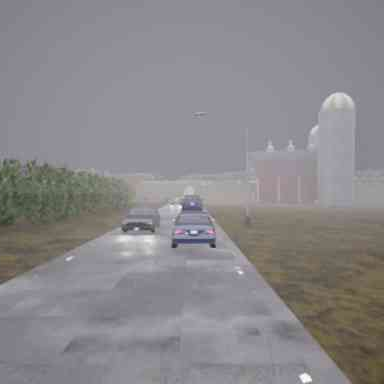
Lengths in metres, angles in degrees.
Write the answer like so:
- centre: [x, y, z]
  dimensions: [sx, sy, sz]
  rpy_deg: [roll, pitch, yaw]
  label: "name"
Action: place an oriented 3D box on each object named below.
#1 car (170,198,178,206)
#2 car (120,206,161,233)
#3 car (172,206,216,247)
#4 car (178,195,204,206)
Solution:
- centre: [-2.933, 1.770, 61.865]
  dimensions: [1.812, 1.442, 4.674]
  rpy_deg: [0, 0, 1]
  label: "car"
- centre: [-2.896, 1.563, 20.031]
  dimensions: [2.033, 1.411, 5.357]
  rpy_deg: [0, 0, 0]
  label: "car"
- centre: [0.065, 1.555, 15.001]
  dimensions: [2.033, 1.411, 5.357]
  rpy_deg: [0, 0, 0]
  label: "car"
- centre: [0.016, 1.278, 34.386]
  dimensions: [2.150, 2.045, 5.566]
  rpy_deg: [0, 0, 0]
  label: "car"
